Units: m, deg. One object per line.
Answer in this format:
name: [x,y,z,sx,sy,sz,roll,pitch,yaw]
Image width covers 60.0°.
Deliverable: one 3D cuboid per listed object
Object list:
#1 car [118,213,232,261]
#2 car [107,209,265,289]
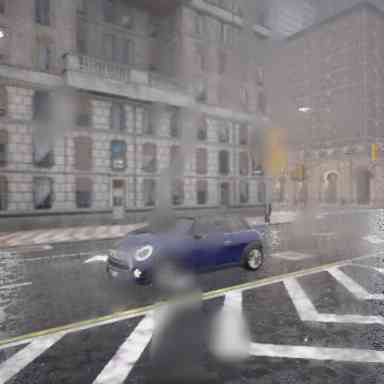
car: [-0.618,1.675,13.445,4.181,1.385,1.994,0,-1,-36]
car: [-0.069,1.429,9.516,4.553,1.767,2.097,0,-1,-36]
